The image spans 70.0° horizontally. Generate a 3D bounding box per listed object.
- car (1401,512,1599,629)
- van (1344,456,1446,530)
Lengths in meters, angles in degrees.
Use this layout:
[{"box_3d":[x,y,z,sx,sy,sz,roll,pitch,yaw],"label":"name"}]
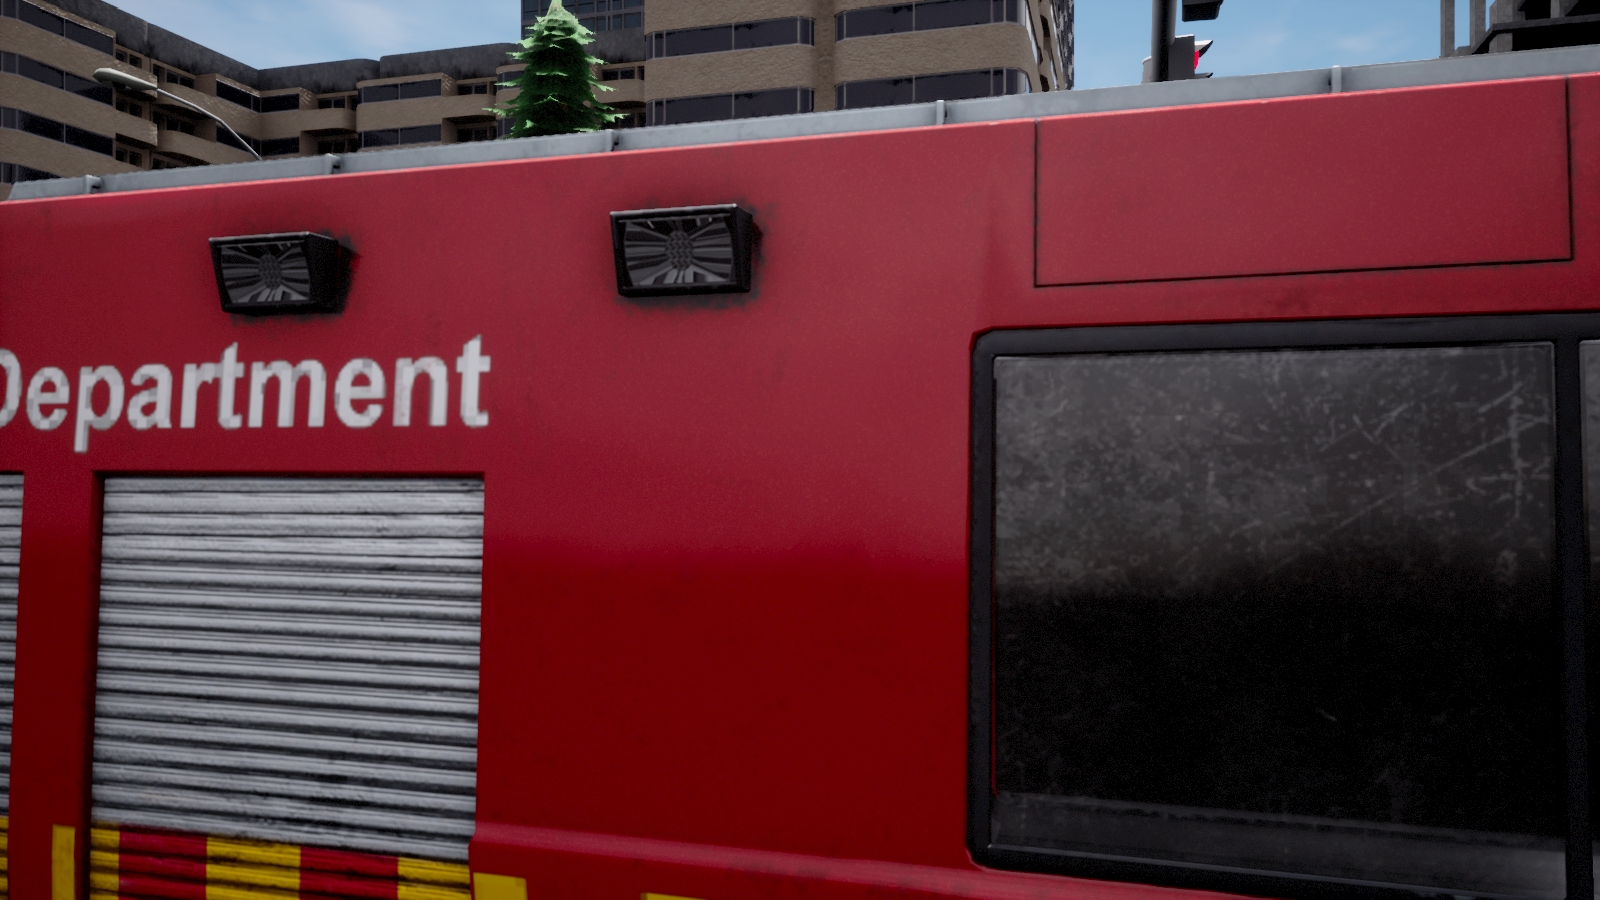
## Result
[{"box_3d":[12.484,2.037,20.491,2.038,1.542,4.974,0,0,16],"label":"car"},{"box_3d":[22.527,1.534,43.518,1.988,2.561,5.915,0,0,13],"label":"van"}]
